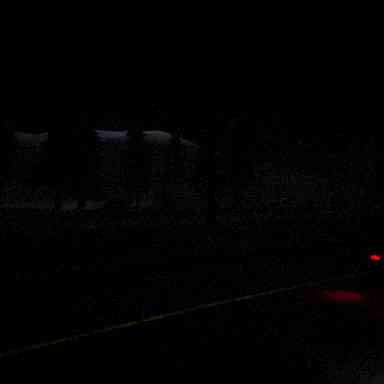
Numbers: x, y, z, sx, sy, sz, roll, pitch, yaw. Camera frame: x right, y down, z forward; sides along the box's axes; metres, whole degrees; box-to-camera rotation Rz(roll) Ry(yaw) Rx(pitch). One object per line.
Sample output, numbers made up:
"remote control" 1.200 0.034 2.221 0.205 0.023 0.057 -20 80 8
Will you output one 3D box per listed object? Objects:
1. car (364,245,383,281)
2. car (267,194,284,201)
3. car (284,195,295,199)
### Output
"car" 6.637 1.556 8.153 5.357 1.411 2.033 0 0 -27
"car" 21.901 1.417 87.830 2.097 1.767 4.553 0 0 -2
"car" 25.398 1.603 87.195 2.033 1.411 5.357 0 0 -2
